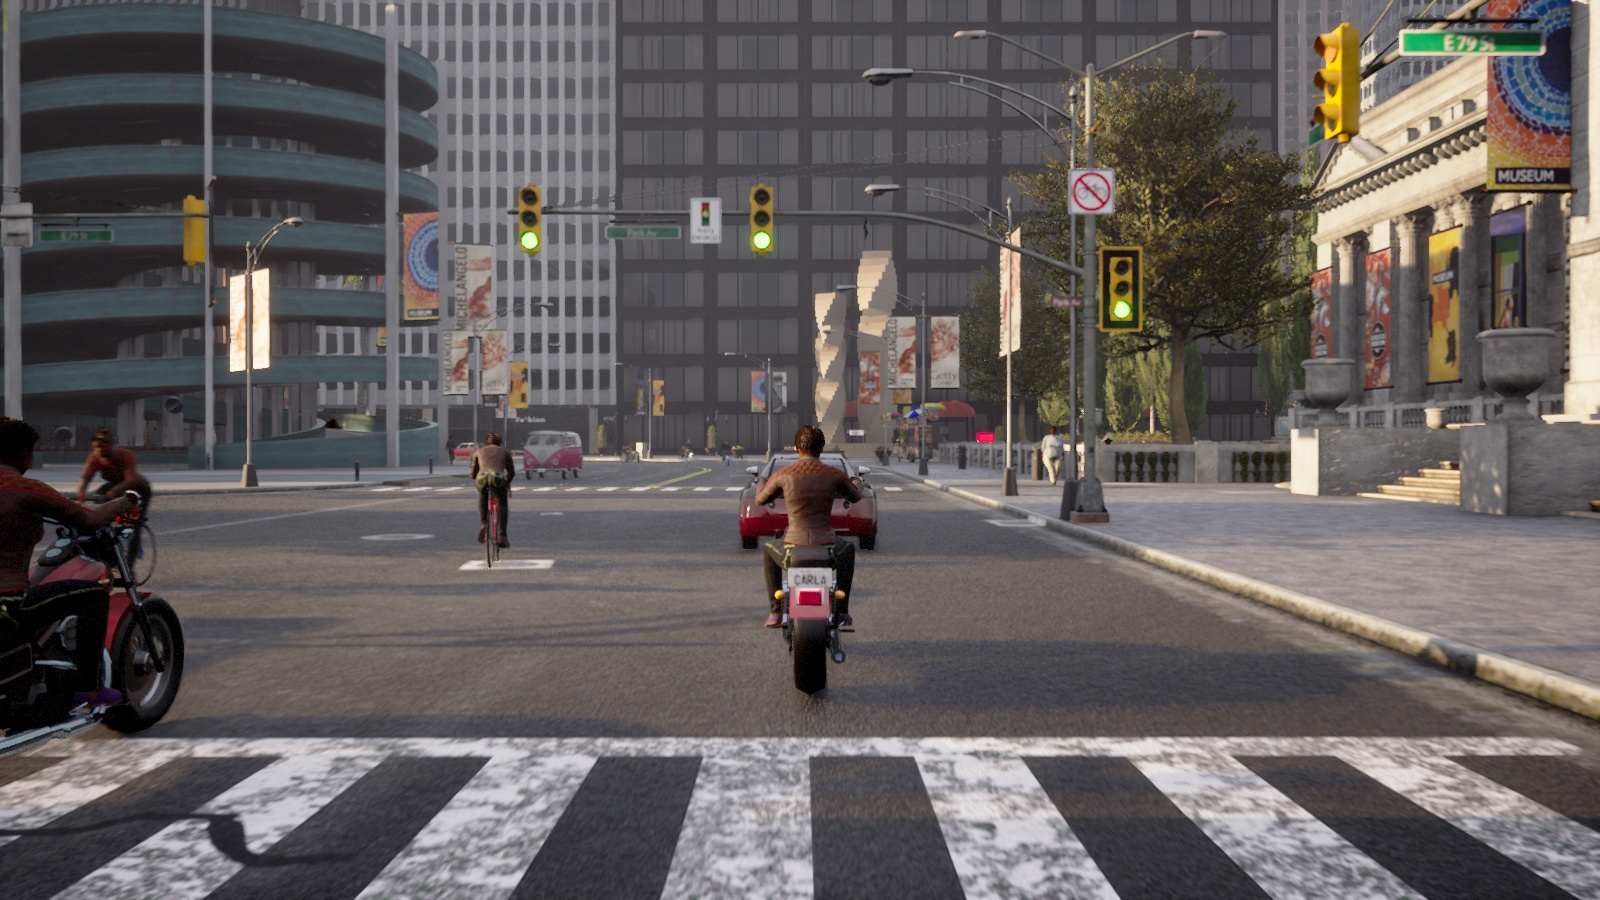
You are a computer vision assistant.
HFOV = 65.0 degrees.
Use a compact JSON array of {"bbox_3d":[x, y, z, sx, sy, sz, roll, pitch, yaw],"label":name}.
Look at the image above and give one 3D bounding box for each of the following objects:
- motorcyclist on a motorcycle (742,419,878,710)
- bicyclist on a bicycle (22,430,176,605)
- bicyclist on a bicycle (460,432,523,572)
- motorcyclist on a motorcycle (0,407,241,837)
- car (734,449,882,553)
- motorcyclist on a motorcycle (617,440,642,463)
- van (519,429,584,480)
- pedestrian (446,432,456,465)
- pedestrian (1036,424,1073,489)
[{"bbox_3d":[0.062,0.645,8.281,0.766,1.649,2.350,0,0,0],"label":"motorcyclist on a motorcycle"},{"bbox_3d":[-6.914,0.615,12.473,0.582,1.620,1.656,0,1,0],"label":"bicyclist on a bicycle"},{"bbox_3d":[-3.765,0.600,15.407,0.582,1.620,1.656,-1,0,-9],"label":"bicyclist on a bicycle"},{"bbox_3d":[-3.452,0.658,5.700,0.766,1.649,2.350,0,0,0],"label":"motorcyclist on a motorcycle"},{"bbox_3d":[0.124,0.691,19.065,1.994,1.385,4.181,0,0,0],"label":"car"},{"bbox_3d":[-12.407,0.114,91.331,0.766,1.649,2.350,-1,1,-38],"label":"motorcyclist on a motorcycle"},{"bbox_3d":[-10.195,0.166,51.753,1.775,1.987,4.442,0,0,0],"label":"van"},{"bbox_3d":[-21.082,-0.089,75.842,0.423,1.949,0.788,0,0,-4],"label":"pedestrian"},{"bbox_3d":[7.409,0.180,36.588,0.874,1.855,0.900,0,0,1],"label":"pedestrian"}]
